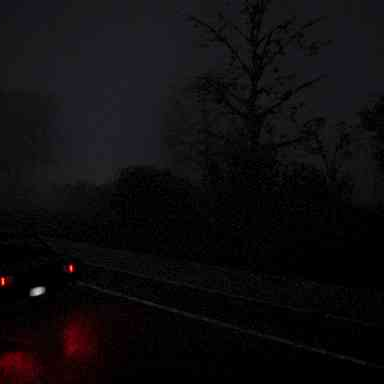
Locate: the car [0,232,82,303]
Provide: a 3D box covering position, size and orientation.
[{"bbox_3d":[-4.679,1.615,7.775,4.718,1.301,1.895,0,0,39],"label":"car"}]
